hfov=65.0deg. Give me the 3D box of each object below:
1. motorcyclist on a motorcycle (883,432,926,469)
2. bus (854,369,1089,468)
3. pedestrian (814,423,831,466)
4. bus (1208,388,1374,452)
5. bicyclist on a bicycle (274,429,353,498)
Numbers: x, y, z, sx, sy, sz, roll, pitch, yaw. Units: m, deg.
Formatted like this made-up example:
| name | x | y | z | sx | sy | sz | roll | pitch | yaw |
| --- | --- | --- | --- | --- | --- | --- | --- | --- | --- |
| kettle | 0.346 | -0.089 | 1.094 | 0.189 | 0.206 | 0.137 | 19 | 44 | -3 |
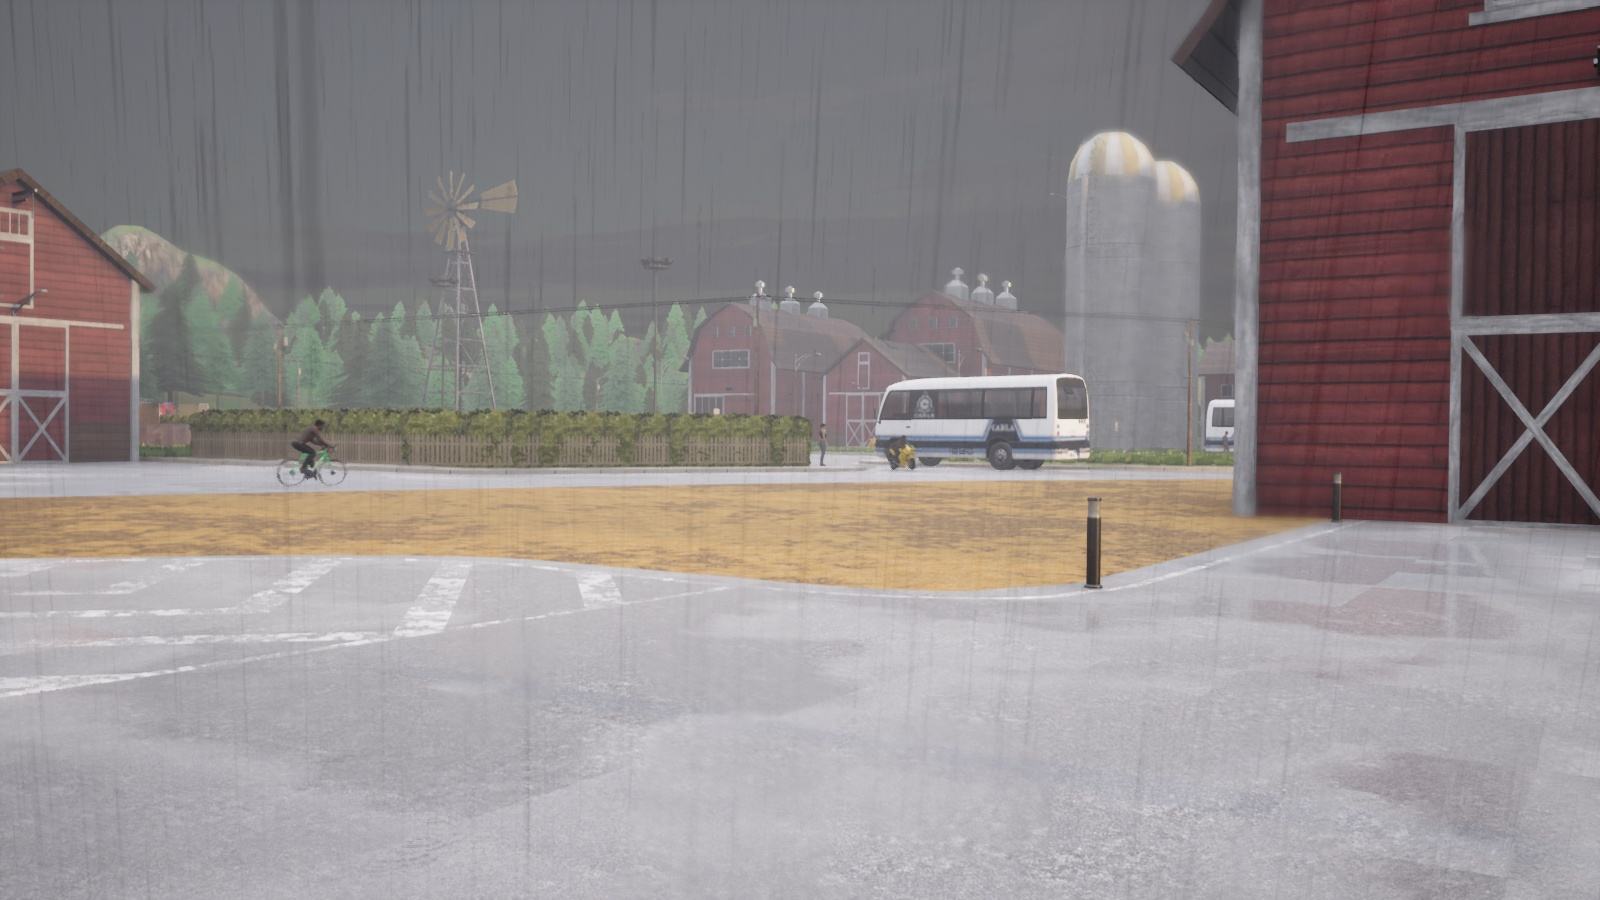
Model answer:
| name | x | y | z | sx | sy | sz | roll | pitch | yaw |
| --- | --- | --- | --- | --- | --- | --- | --- | --- | --- |
| motorcyclist on a motorcycle | 4.467 | 0.037 | 53.874 | 0.797 | 1.523 | 2.044 | -3 | 1 | -27 |
| bus | 7.841 | -1.401 | 58.543 | 10.273 | 4.253 | 3.944 | 0 | 2 | 40 |
| pedestrian | 0.964 | -0.239 | 53.950 | 0.594 | 1.836 | 0.345 | -1 | 1 | -20 |
| bus | 34.404 | -2.035 | 88.196 | 10.273 | 4.253 | 3.944 | 0 | 1 | 32 |
| bicyclist on a bicycle | -11.626 | 0.304 | 30.044 | 1.656 | 1.620 | 0.582 | -1 | 1 | -41 |
